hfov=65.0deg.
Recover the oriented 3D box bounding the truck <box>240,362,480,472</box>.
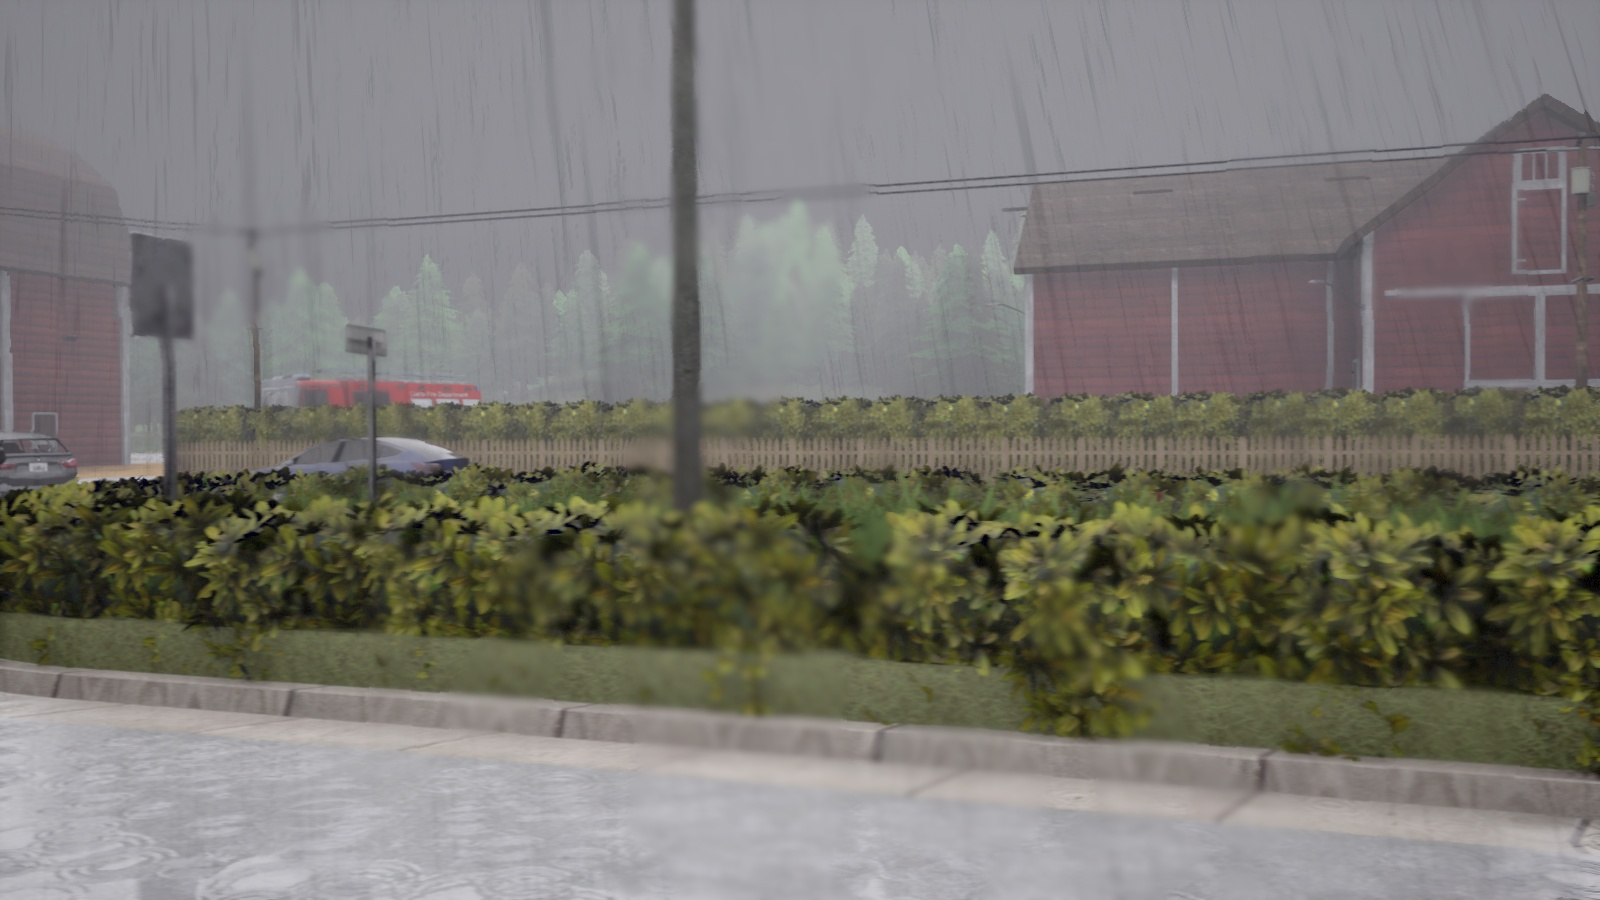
[{"bbox_3d":[-16.656,-1.236,48.250,2.891,3.827,8.468,1,1,37],"label":"truck"}]

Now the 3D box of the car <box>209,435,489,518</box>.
[{"bbox_3d":[-8.715,0.450,24.345,4.792,1.488,2.163,0,1,18],"label":"car"}]

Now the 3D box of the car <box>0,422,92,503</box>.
[{"bbox_3d":[-18.258,0.229,27.927,4.611,1.667,2.242,1,1,28],"label":"car"}]
